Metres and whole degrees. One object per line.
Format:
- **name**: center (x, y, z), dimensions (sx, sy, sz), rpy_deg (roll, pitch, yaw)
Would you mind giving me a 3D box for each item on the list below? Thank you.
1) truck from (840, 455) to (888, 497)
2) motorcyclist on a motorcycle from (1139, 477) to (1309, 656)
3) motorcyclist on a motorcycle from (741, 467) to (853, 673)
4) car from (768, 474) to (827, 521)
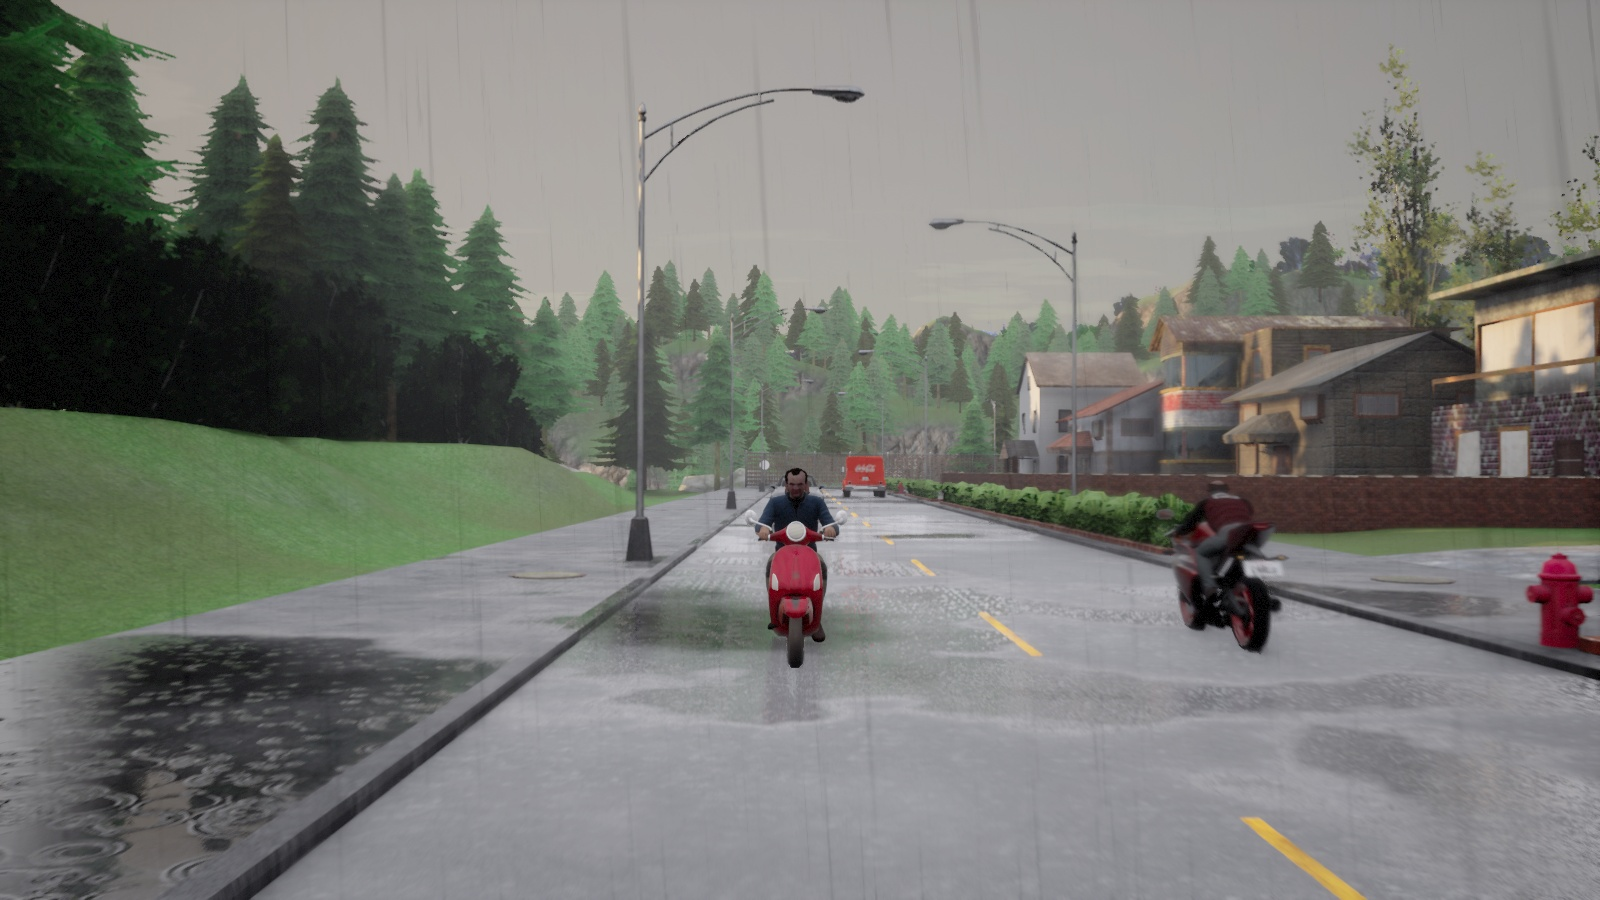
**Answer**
- **truck**: center (3.860, 1.598, 76.800), dimensions (2.627, 2.467, 5.204), rpy_deg (0, -1, 0)
- **motorcyclist on a motorcycle**: center (3.971, 1.034, 11.977), dimensions (0.866, 1.530, 2.191), rpy_deg (0, -1, 0)
- **motorcyclist on a motorcycle**: center (-0.026, 0.947, 10.665), dimensions (0.866, 1.590, 1.817), rpy_deg (0, -1, 0)
- **car**: center (-0.084, 1.518, 41.162), dimensions (1.816, 1.474, 4.193), rpy_deg (0, -1, 0)
